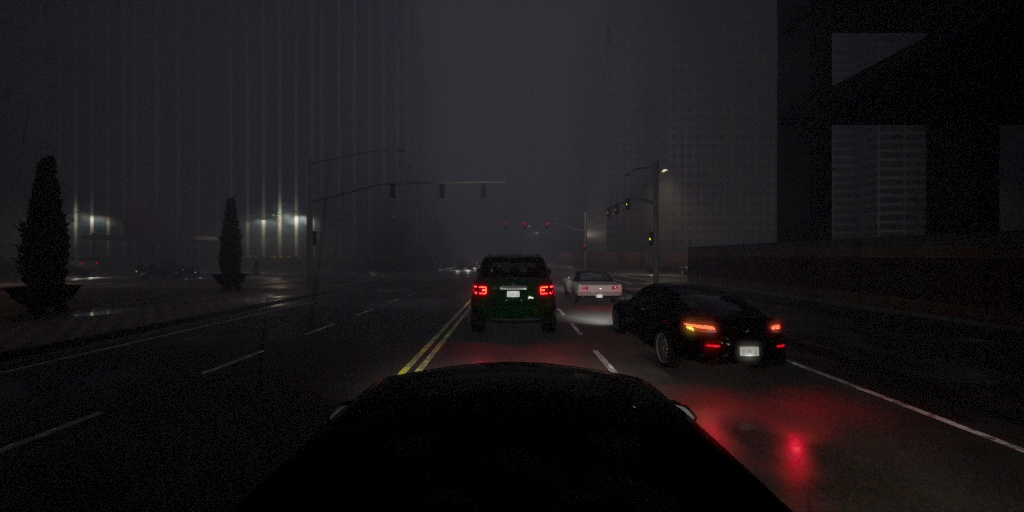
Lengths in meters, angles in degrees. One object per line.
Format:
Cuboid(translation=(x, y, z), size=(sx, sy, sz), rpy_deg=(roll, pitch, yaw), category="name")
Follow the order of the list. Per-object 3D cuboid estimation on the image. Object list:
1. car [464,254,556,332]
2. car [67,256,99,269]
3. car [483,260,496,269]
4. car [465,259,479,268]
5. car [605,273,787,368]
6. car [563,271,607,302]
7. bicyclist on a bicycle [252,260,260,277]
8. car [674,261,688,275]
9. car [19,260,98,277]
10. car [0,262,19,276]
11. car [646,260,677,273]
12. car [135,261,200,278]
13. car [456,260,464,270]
Cuboid(translation=(0.057, 0.971, 10.968), size=(2.150, 2.045, 5.566), rpy_deg=(0, 0, 1), category="car")
Cuboid(translation=(-49.787, 0.971, 40.068), size=(5.566, 2.045, 2.150), rpy_deg=(0, 0, 0), category="car")
Cuboid(translation=(-3.552, 1.351, 57.465), size=(1.895, 1.301, 4.718), rpy_deg=(0, 0, 0), category="car")
Cuboid(translation=(-7.028, 1.228, 63.020), size=(1.882, 1.535, 5.008), rpy_deg=(0, 0, 0), category="car")
Cuboid(translation=(3.589, 1.276, 7.725), size=(1.812, 1.442, 4.674), rpy_deg=(0, 0, 0), category="car")
Cuboid(translation=(3.593, 1.351, 16.887), size=(1.895, 1.301, 4.718), rpy_deg=(0, 0, 0), category="car")
Cuboid(translation=(-24.647, 1.203, 34.507), size=(0.582, 1.620, 1.656), rpy_deg=(0, 0, -13), category="bicyclist on a bicycle")
Cuboid(translation=(19.875, 1.351, 37.123), size=(4.718, 1.301, 1.895), rpy_deg=(0, 0, 1), category="car")
Cuboid(translation=(-41.555, 1.314, 32.939), size=(4.181, 1.385, 1.994), rpy_deg=(0, 0, 0), category="car")
Cuboid(translation=(-50.681, 1.314, 36.518), size=(4.181, 1.385, 1.994), rpy_deg=(0, 0, 3), category="car")
Cuboid(translation=(17.806, 1.228, 40.636), size=(5.008, 1.535, 1.882), rpy_deg=(0, 0, 0), category="car")
Cuboid(translation=(-31.588, 1.241, 32.987), size=(4.902, 1.511, 2.128), rpy_deg=(0, 0, 0), category="car")
Cuboid(translation=(-7.062, 1.276, 53.684), size=(1.812, 1.442, 4.674), rpy_deg=(0, 0, 0), category="car")
